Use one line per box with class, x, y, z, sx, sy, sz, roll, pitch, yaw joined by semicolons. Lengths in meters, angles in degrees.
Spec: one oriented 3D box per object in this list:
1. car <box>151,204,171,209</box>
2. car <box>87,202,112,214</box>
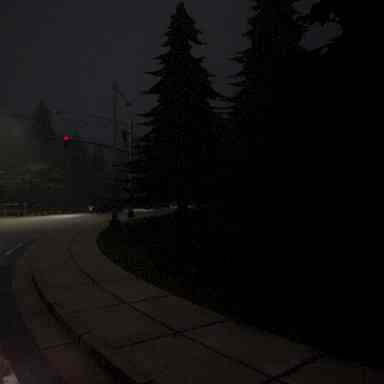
car;-4.745;1.352;45.203;2.097;1.767;4.553;0;0;28
car;-9.297;1.492;36.270;2.128;1.511;4.902;0;0;26
